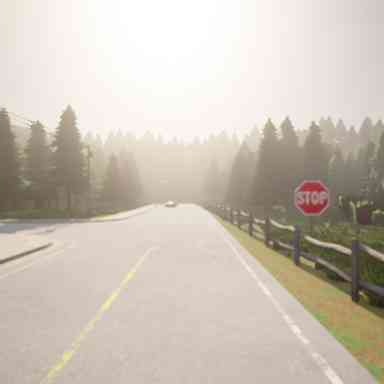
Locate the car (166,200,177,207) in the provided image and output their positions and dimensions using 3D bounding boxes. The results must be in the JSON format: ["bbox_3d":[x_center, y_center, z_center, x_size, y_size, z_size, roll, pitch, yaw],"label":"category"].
[{"bbox_3d":[-4.218,2.320,69.332,1.994,1.385,4.181,0,-1,-2],"label":"car"}]

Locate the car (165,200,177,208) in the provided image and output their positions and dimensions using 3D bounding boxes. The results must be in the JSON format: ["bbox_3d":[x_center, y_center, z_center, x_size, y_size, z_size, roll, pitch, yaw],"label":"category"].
[{"bbox_3d":[-4.048,2.242,62.343,2.033,1.411,5.357,0,-1,-1],"label":"car"}]
